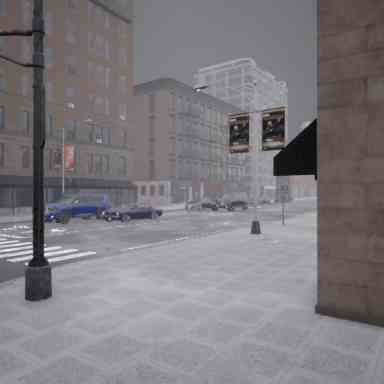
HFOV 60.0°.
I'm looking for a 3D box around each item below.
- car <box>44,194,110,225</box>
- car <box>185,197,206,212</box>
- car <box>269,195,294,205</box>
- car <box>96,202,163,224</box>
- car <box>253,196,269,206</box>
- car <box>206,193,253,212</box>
[{"bbox_3d":[-8.391,1.164,24.240,2.150,2.045,5.566,0,0,35],"label":"car"},{"bbox_3d":[1.133,1.365,37.664,2.128,1.511,4.902,0,0,35],"label":"car"},{"bbox_3d":[13.765,1.012,49.714,1.837,1.490,4.892,0,0,35],"label":"car"},{"bbox_3d":[-4.307,1.527,24.376,1.895,1.301,4.718,0,0,35],"label":"car"},{"bbox_3d":[10.405,1.298,50.616,2.128,1.511,4.902,0,0,36],"label":"car"},{"bbox_3d":[4.227,1.087,36.408,2.150,2.045,5.566,0,0,35],"label":"car"}]
